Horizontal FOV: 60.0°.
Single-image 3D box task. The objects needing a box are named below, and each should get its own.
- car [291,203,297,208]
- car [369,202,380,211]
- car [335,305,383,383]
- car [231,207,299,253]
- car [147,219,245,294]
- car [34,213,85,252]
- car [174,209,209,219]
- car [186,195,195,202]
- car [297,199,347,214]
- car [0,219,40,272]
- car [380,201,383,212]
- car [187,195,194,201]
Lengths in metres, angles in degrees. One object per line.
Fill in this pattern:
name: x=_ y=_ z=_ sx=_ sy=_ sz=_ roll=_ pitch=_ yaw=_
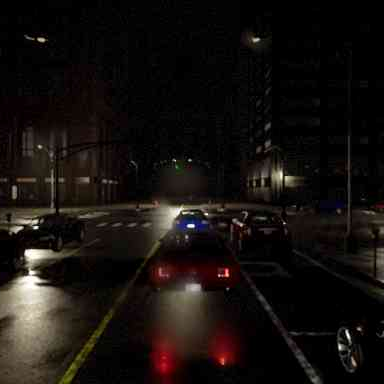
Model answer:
car: x=14.101 y=1.573 z=38.762 sx=4.892 sy=1.490 sz=1.837 roll=0 pitch=0 yaw=1
car: x=23.001 y=1.612 z=38.829 sx=4.181 sy=1.385 sz=1.994 roll=0 pitch=0 yaw=-1
car: x=2.753 y=1.574 z=2.612 sx=1.947 sy=1.339 sz=4.313 roll=0 pitch=0 yaw=0
car: x=2.720 y=1.486 z=13.885 sx=1.967 sy=1.590 sz=4.097 roll=0 pitch=0 yaw=0
car: x=0.042 y=1.630 z=8.844 sx=1.895 sy=1.301 sz=4.718 roll=0 pitch=0 yaw=0
car: x=-5.804 y=1.597 z=13.858 sx=2.008 sy=1.369 sz=4.403 roll=0 pitch=0 yaw=0
car: x=-0.043 y=1.625 z=18.279 sx=1.994 sy=1.385 sz=4.181 roll=0 pitch=0 yaw=0
car: x=-0.328 y=1.675 z=82.159 sx=2.097 sy=1.767 sz=4.553 roll=0 pitch=0 yaw=0
car: x=14.073 y=1.599 z=35.522 sx=4.674 sy=1.442 sz=1.812 roll=0 pitch=0 yaw=1
car: x=-5.788 y=1.593 z=8.221 sx=1.947 sy=1.339 sz=4.313 roll=0 pitch=0 yaw=0
car: x=23.177 y=1.579 z=35.571 sx=4.674 sy=1.442 sz=1.812 roll=0 pitch=0 yaw=0
car: x=-0.398 y=1.587 z=92.168 sx=2.097 sy=1.767 sz=4.553 roll=0 pitch=0 yaw=0
